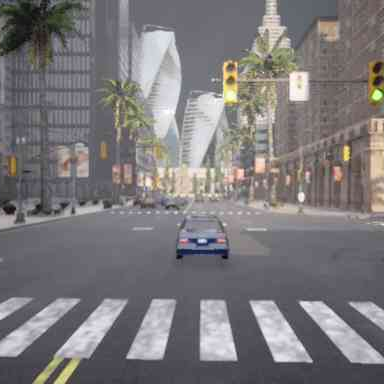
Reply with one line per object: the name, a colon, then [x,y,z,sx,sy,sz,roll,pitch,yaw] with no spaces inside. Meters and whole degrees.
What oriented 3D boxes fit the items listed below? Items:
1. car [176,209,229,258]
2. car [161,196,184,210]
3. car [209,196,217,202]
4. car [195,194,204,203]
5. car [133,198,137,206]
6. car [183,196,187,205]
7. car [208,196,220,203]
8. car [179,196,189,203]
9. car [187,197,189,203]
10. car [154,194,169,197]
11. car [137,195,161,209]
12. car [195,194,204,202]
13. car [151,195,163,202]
car: [0.380,1.578,12.830,2.033,1.411,5.357,0,0,1]
car: [-2.557,1.645,45.198,2.033,1.411,5.357,0,0,2]
car: [5.387,1.707,86.608,1.837,1.490,4.892,0,0,1]
car: [1.763,1.735,76.644,1.994,1.385,4.181,0,0,1]
car: [-8.881,1.622,57.577,2.161,1.482,4.786,0,0,1]
car: [-2.287,1.684,54.432,1.994,1.385,4.181,0,0,2]
car: [5.262,1.782,76.555,1.895,1.301,4.718,0,0,1]
car: [-1.772,1.693,74.632,2.128,1.511,4.902,0,0,2]
car: [-2.034,1.707,64.194,1.994,1.385,4.181,0,0,1]
car: [-5.716,1.337,56.432,2.150,2.045,5.566,0,0,1]
car: [-6.012,1.570,46.733,1.882,1.535,5.008,0,0,1]
car: [1.889,1.431,86.689,2.150,2.045,5.566,0,0,1]
car: [-8.300,1.516,79.502,2.185,1.767,4.553,0,0,1]
